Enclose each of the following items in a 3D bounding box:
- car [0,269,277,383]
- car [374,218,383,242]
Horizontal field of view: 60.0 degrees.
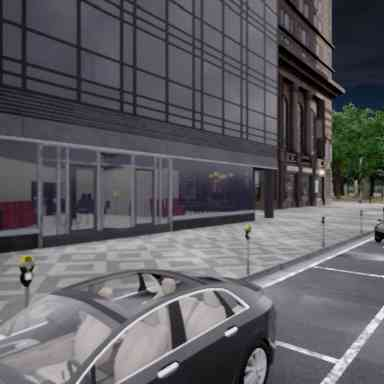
[{"bbox_3d":[-0.749,1.549,3.106,2.008,1.369,4.403,0,0,41],"label":"car"},{"bbox_3d":[9.856,1.569,15.501,1.947,1.339,4.313,0,0,41],"label":"car"}]
